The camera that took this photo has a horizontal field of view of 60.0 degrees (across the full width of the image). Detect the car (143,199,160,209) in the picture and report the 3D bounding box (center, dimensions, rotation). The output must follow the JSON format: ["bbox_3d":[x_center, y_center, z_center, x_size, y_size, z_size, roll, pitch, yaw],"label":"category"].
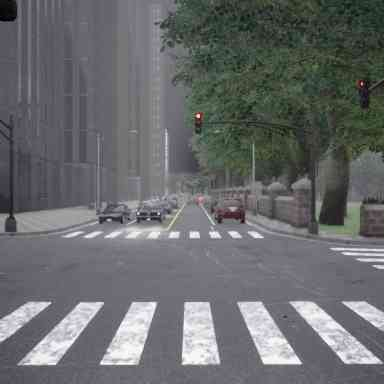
[{"bbox_3d":[-5.696,1.616,47.015,1.802,1.307,4.206,0,0,0],"label":"car"}]

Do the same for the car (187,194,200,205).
[{"bbox_3d":[0.189,1.596,59.296,2.033,1.411,5.357,0,0,0],"label":"car"}]

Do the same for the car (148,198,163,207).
[{"bbox_3d":[-5.688,1.622,52.473,1.802,1.307,4.206,0,0,0],"label":"car"}]

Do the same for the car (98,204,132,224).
[{"bbox_3d":[-5.727,1.576,25.188,1.947,1.339,4.313,0,0,0],"label":"car"}]

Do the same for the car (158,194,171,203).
[{"bbox_3d":[-5.664,1.374,68.844,2.192,1.841,5.009,0,0,0],"label":"car"}]

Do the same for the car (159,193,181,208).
[{"bbox_3d":[-3.023,1.385,45.723,2.097,1.767,4.553,0,0,0],"label":"car"}]

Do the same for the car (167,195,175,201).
[{"bbox_3d":[-5.633,1.533,90.672,1.967,1.590,4.097,0,0,0],"label":"car"}]

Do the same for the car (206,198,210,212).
[{"bbox_3d":[2.814,1.588,36.097,1.947,1.339,4.313,0,0,0],"label":"car"}]

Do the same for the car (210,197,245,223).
[{"bbox_3d":[2.798,1.326,25.185,2.192,1.841,5.009,0,0,0],"label":"car"}]

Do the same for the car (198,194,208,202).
[{"bbox_3d":[2.496,1.424,75.811,2.097,1.767,4.553,0,0,0],"label":"car"}]

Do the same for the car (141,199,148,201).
[{"bbox_3d":[-5.703,1.579,41.558,2.008,1.369,4.403,0,0,0],"label":"car"}]

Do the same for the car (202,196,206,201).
[{"bbox_3d":[2.830,1.585,47.010,2.008,1.369,4.403,0,0,0],"label":"car"}]

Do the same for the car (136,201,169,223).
[{"bbox_3d":[-3.063,1.612,25.630,1.895,1.301,4.718,0,0,0],"label":"car"}]

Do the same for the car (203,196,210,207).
[{"bbox_3d":[2.822,1.579,41.553,2.008,1.369,4.403,0,0,0],"label":"car"}]

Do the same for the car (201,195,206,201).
[{"bbox_3d":[2.838,1.481,52.467,1.967,1.590,4.097,0,0,0],"label":"car"}]

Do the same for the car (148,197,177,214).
[{"bbox_3d":[-3.044,1.569,35.448,2.033,1.411,5.357,0,0,1],"label":"car"}]

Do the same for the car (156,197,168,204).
[{"bbox_3d":[-5.672,1.635,63.387,1.802,1.307,4.206,0,0,0],"label":"car"}]
